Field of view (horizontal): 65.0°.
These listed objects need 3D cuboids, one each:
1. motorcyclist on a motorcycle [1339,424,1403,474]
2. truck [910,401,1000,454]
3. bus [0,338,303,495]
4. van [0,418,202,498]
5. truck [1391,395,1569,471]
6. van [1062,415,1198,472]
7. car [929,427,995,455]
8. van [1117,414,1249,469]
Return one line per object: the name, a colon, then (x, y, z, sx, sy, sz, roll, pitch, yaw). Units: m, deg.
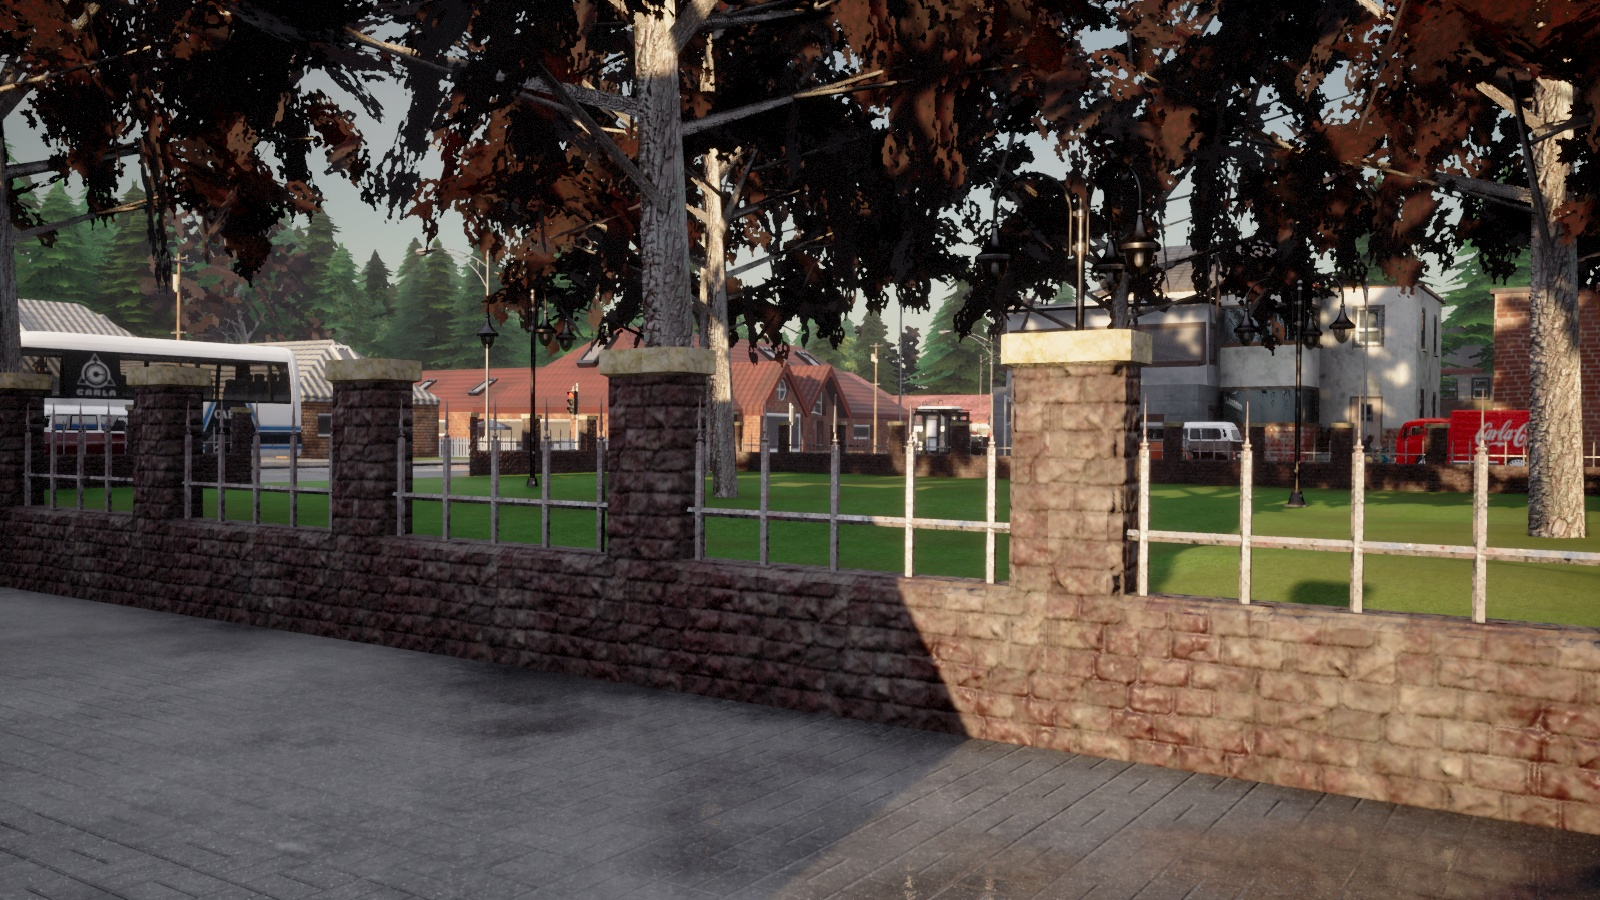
motorcyclist on a motorcycle: (18.769, -0.048, 41.262, 1.817, 1.590, 0.866, 0, 1, 32)
truck: (10.791, -1.529, 86.497, 2.891, 3.462, 7.936, 0, 1, 34)
bus: (-21.067, -0.982, 38.612, 3.944, 4.253, 10.273, 0, 1, 33)
van: (-19.074, 0.159, 34.308, 2.069, 2.038, 4.480, 0, 1, 33)
truck: (23.321, -0.558, 43.109, 5.204, 2.467, 2.627, 0, 1, 32)
van: (12.015, -0.249, 45.764, 4.442, 1.987, 1.775, 0, 1, 32)
car: (10.158, -0.586, 78.317, 2.242, 1.667, 4.611, 0, 1, 34)
van: (14.833, -0.345, 48.741, 4.480, 2.038, 2.069, 0, 1, 34)
